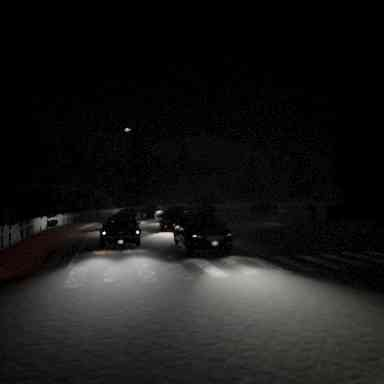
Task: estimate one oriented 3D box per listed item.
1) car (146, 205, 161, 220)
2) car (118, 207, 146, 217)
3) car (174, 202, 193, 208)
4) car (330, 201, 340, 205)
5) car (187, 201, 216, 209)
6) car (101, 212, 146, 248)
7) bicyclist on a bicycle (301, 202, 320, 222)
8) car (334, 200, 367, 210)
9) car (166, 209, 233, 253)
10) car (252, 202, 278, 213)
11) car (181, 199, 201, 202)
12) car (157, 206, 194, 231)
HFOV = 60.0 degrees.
[{"bbox_3d":[-4.252,2.172,36.429,2.128,1.511,4.902,-1,-1,14],"label":"car"},{"bbox_3d":[-5.089,2.058,26.357,2.033,1.411,5.357,-1,-1,-4],"label":"car"},{"bbox_3d":[-1.396,2.087,32.757,1.837,1.490,4.892,-1,-1,9],"label":"car"},{"bbox_3d":[24.350,2.118,52.670,5.008,1.535,1.882,0,-1,-13],"label":"car"},{"bbox_3d":[1.494,2.212,42.408,2.128,1.511,4.902,-1,-1,27],"label":"car"},{"bbox_3d":[-3.552,1.923,16.833,1.895,1.301,4.718,0,-1,-11],"label":"car"},{"bbox_3d":[9.895,1.663,27.781,1.656,1.620,0.582,-1,-1,-3],"label":"bicyclist on a bicycle"},{"bbox_3d":[27.076,2.159,56.729,5.008,1.535,1.882,0,-1,-14],"label":"car"},{"bbox_3d":[0.362,1.737,15.034,2.128,1.511,4.902,0,-1,-12],"label":"car"},{"bbox_3d":[10.883,2.211,49.197,5.008,1.535,1.882,0,-2,-44],"label":"car"},{"bbox_3d":[-0.452,2.032,46.205,2.150,2.045,5.566,-1,-1,31],"label":"car"},{"bbox_3d":[-1.259,1.984,23.796,1.994,1.385,4.181,-1,-1,-7],"label":"car"}]
